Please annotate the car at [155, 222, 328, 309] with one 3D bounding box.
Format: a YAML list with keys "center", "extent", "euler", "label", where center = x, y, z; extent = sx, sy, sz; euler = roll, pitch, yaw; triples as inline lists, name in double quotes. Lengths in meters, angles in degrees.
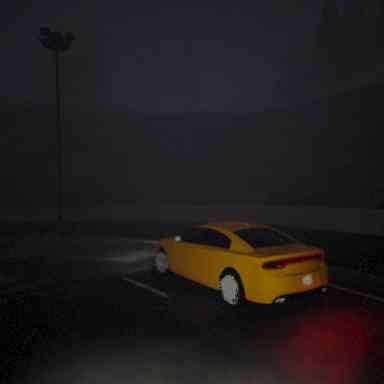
- center: [0.792, 1.457, 8.076]
  extent: [1.882, 1.535, 5.008]
  euler: [-1, 0, -31]
  label: "car"
